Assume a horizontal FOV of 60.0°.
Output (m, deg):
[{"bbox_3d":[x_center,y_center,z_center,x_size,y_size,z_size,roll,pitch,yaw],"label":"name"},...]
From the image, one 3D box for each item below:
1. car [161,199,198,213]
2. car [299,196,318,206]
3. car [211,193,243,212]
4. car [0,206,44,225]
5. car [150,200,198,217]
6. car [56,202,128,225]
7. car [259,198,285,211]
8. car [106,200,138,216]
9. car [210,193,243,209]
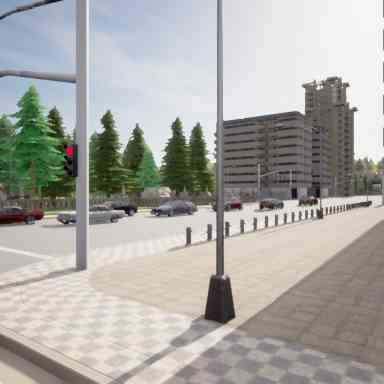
[{"bbox_3d":[-1.356,1.564,37.924,1.994,1.385,4.181,0,0,35],"label":"car"},{"bbox_3d":[19.011,1.352,54.136,2.097,1.767,4.553,0,0,35],"label":"car"},{"bbox_3d":[4.246,1.352,39.734,2.097,1.767,4.553,0,0,36],"label":"car"},{"bbox_3d":[-12.580,1.601,22.230,1.895,1.301,4.718,0,0,37],"label":"car"},{"bbox_3d":[-1.558,1.547,31.595,2.033,1.411,5.357,0,0,36],"label":"car"},{"bbox_3d":[-7.156,1.601,23.734,1.895,1.301,4.718,0,0,35],"label":"car"},{"bbox_3d":[9.999,1.504,41.466,1.837,1.490,4.892,0,0,35],"label":"car"},{"bbox_3d":[-7.099,1.478,29.852,1.882,1.535,5.008,0,0,36],"label":"car"},{"bbox_3d":[4.891,1.221,46.629,2.150,2.045,5.566,0,0,36],"label":"car"}]
